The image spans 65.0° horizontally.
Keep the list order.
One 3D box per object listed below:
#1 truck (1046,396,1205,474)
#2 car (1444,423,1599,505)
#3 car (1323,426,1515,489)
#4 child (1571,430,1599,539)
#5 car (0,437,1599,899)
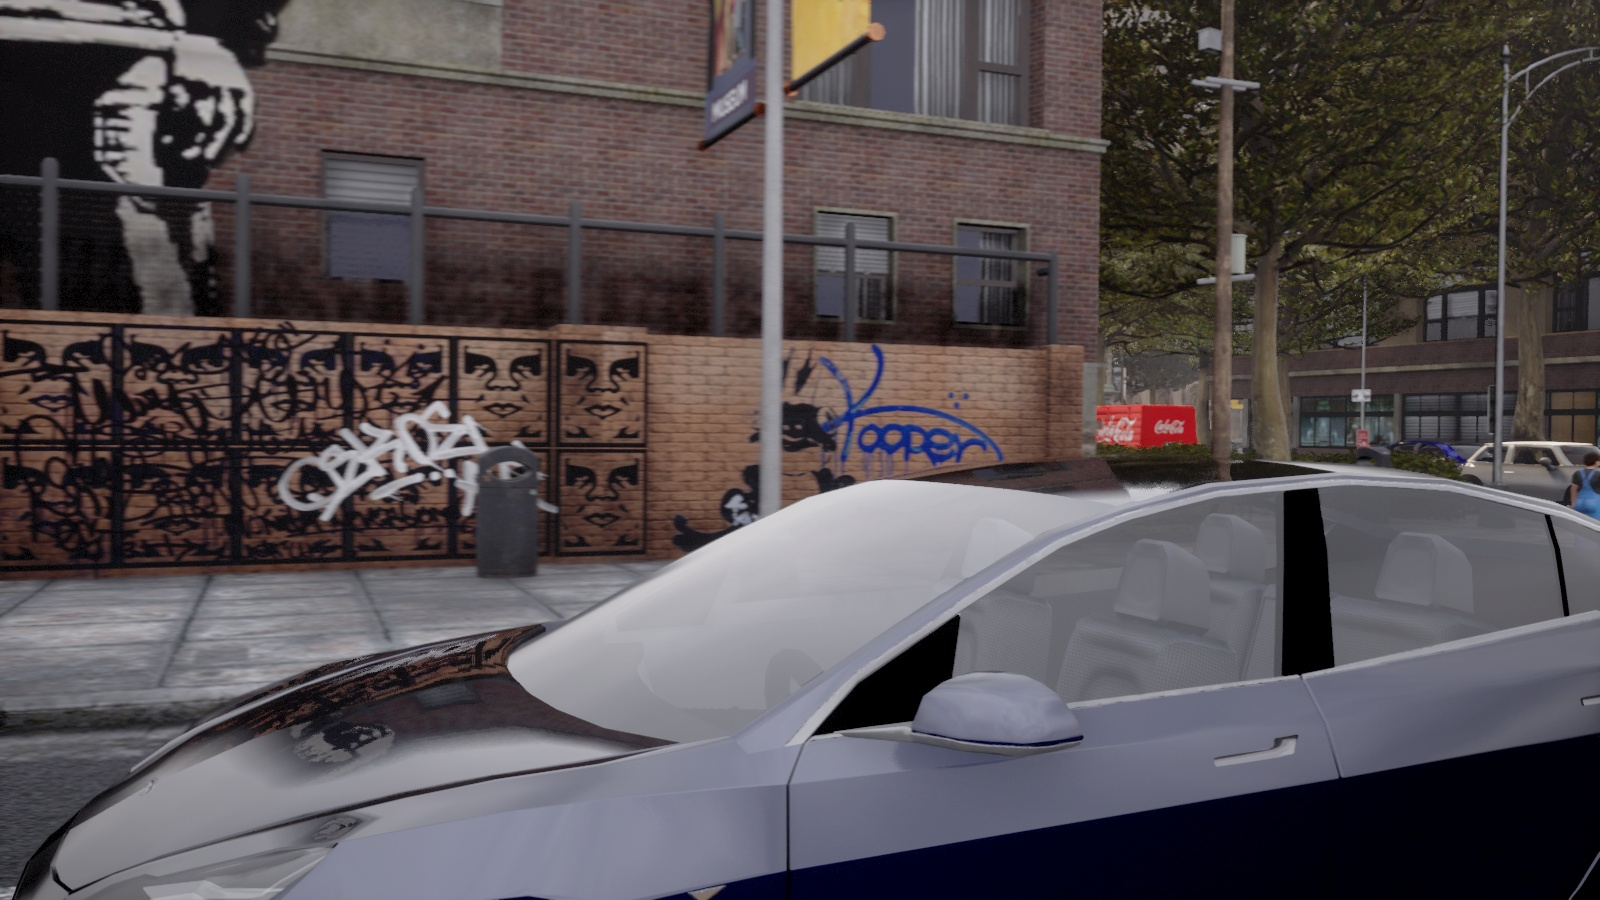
[{"bbox_3d":[10.974,-0.491,42.833,2.627,2.467,5.204,-1,0,-22],"label":"truck"},{"bbox_3d":[14.811,0.220,24.299,1.970,1.475,3.806,-1,1,-23],"label":"car"},{"bbox_3d":[15.535,0.143,31.749,1.816,1.474,4.193,-1,1,-22],"label":"car"},{"bbox_3d":[9.360,0.400,14.816,0.437,1.263,0.270,-1,1,-30],"label":"child"},{"bbox_3d":[0.657,0.736,3.487,4.792,1.488,2.163,-1,1,-22],"label":"car"}]
